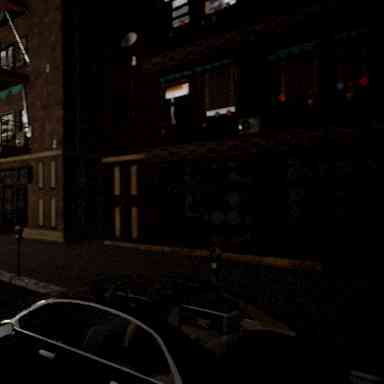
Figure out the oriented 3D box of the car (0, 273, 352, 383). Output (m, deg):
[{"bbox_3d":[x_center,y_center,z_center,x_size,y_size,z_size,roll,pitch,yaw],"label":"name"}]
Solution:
[{"bbox_3d":[-0.734,1.553,3.411,4.403,1.369,2.008,0,-1,35],"label":"car"}]
